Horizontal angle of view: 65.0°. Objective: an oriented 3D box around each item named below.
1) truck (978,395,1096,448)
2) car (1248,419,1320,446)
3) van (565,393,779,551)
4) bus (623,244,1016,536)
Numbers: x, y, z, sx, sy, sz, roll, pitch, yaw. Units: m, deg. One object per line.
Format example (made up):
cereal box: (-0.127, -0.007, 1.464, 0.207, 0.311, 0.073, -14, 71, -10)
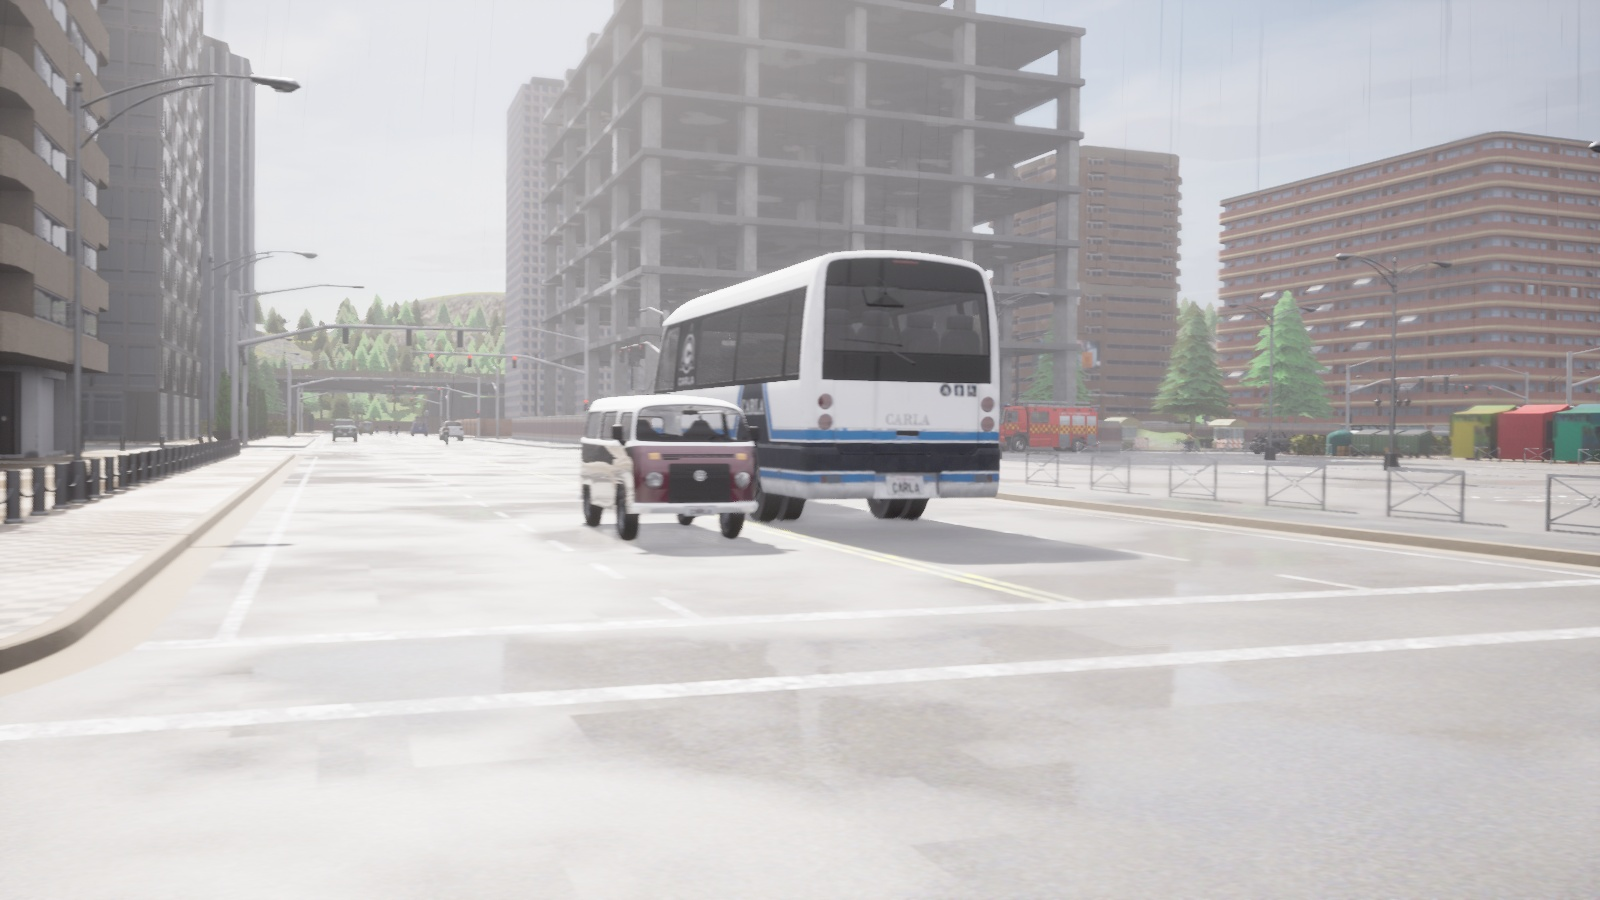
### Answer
truck: (17.795, -2.149, 94.268, 8.468, 3.827, 2.891, -1, 1, -21)
car: (34.427, -1.266, 89.320, 4.605, 1.855, 1.932, -1, 1, -21)
van: (-2.035, 0.241, 18.565, 2.069, 2.038, 4.480, -1, 1, -20)
bus: (-0.269, -0.963, 23.799, 3.944, 4.253, 10.273, -1, 1, -20)
